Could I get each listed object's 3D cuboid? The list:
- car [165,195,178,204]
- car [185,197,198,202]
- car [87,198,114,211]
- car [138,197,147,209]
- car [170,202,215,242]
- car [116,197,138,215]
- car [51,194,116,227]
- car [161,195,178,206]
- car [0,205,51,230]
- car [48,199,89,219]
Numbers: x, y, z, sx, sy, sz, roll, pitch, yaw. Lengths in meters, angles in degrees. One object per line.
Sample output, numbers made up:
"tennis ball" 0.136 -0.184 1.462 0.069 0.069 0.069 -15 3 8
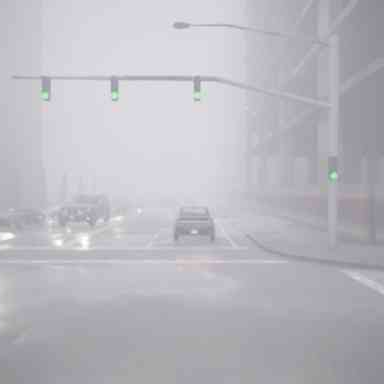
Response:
"car" -3.516 1.294 58.590 2.033 1.411 5.357 0 0 0
"car" -0.014 1.392 49.547 1.895 1.301 4.718 0 0 0
"car" -10.542 1.442 38.707 1.895 1.301 4.718 0 0 1
"car" -7.012 1.367 43.331 2.033 1.411 5.357 0 0 0
"car" 0.096 1.444 16.245 2.128 1.511 4.902 0 0 0
"car" -7.083 1.362 32.766 2.128 1.511 4.902 0 0 0
"car" -7.093 1.142 22.550 2.150 2.045 5.566 0 0 1
"car" -3.514 1.298 48.888 1.837 1.490 4.892 0 0 0
"car" -10.603 1.495 20.207 1.994 1.385 4.181 0 0 0
"car" -10.594 1.415 28.851 1.812 1.442 4.674 0 0 0
